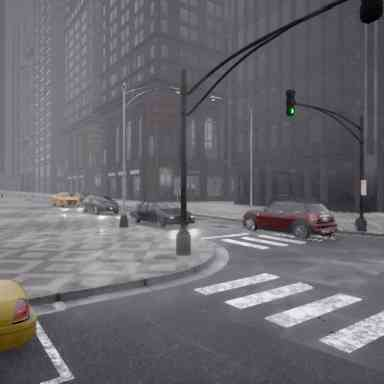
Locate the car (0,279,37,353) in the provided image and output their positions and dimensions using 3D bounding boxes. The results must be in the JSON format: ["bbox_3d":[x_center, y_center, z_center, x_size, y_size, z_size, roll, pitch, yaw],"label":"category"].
[{"bbox_3d":[-4.357,1.525,3.536,4.829,1.417,1.752,0,0,-36],"label":"car"}]

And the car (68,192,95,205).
[{"bbox_3d":[-14.165,0.745,42.471,1.837,1.490,4.892,0,1,-36],"label":"car"}]

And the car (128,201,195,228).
[{"bbox_3d":[-2.006,1.237,20.199,2.033,1.411,5.357,0,1,-36],"label":"car"}]

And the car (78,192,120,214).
[{"bbox_3d":[-7.775,1.012,28.182,1.837,1.490,4.892,0,1,-36],"label":"car"}]

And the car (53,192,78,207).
[{"bbox_3d":[-13.873,0.800,36.627,1.882,1.535,5.008,0,1,-35],"label":"car"}]

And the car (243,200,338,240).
[{"bbox_3d":[4.655,1.176,16.450,2.097,1.767,4.553,0,1,-36],"label":"car"}]
